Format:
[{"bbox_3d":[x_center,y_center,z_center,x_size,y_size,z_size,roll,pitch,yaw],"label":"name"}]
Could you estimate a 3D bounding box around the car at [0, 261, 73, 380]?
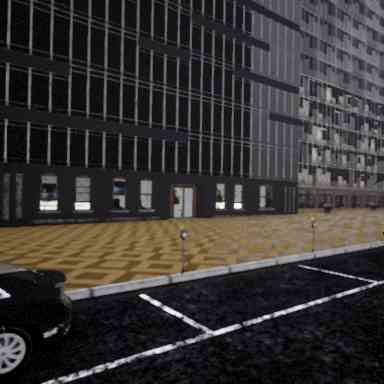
[{"bbox_3d":[-3.724,1.543,3.891,4.403,1.369,2.008,1,0,-35],"label":"car"}]
